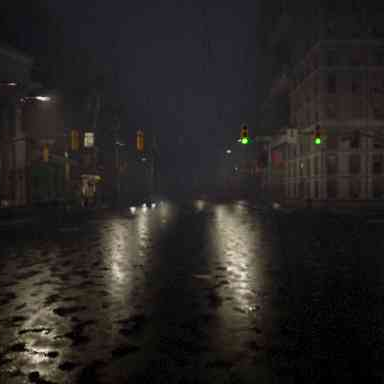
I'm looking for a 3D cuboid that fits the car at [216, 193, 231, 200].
[{"bbox_3d":[7.015,1.179,76.702,2.128,1.511,4.902,0,0,25],"label":"car"}]

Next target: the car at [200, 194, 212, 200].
[{"bbox_3d":[3.214,1.178,76.721,1.812,1.442,4.674,0,0,22],"label":"car"}]

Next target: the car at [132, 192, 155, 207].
[{"bbox_3d":[-7.122,1.005,47.856,2.150,2.045,5.566,0,0,0],"label":"car"}]

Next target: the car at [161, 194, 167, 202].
[{"bbox_3d":[-6.416,1.171,67.993,1.882,1.535,5.008,0,0,6],"label":"car"}]

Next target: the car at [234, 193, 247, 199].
[{"bbox_3d":[12.374,1.114,85.501,1.837,1.490,4.892,0,0,41],"label":"car"}]

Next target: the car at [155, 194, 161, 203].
[{"bbox_3d":[-7.064,1.245,57.550,1.837,1.490,4.892,0,0,1],"label":"car"}]
